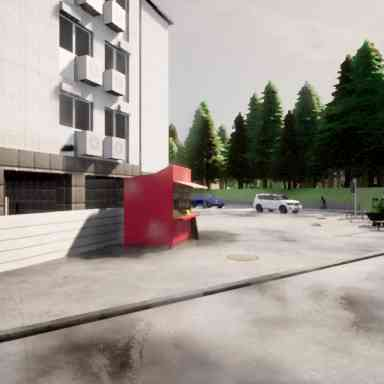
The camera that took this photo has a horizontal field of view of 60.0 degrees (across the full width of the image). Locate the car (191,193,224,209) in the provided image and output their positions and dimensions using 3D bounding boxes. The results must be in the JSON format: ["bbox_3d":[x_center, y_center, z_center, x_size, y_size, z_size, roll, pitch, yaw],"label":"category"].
[{"bbox_3d":[2.020,1.220,45.654,2.150,2.045,5.566,0,0,-36],"label":"car"}]

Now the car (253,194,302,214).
[{"bbox_3d":[9.058,1.221,35.743,2.150,2.045,5.566,0,0,-35],"label":"car"}]

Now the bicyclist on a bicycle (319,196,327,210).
[{"bbox_3d":[15.947,1.349,40.536,1.656,1.620,0.582,0,0,-35],"label":"bicyclist on a bicycle"}]
